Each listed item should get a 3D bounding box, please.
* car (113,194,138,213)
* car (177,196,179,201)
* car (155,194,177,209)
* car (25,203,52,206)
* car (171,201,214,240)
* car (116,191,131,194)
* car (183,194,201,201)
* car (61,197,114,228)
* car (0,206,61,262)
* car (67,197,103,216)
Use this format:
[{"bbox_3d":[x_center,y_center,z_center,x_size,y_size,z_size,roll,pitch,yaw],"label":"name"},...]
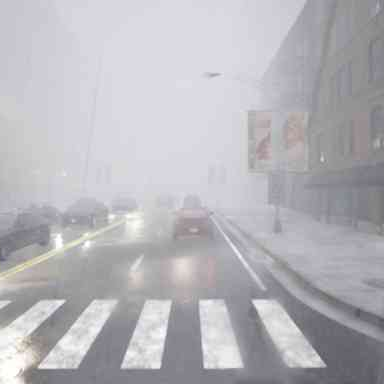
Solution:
[{"bbox_3d":[-6.654,1.231,33.264,1.882,1.535,5.008,0,0,0],"label":"car"},{"bbox_3d":[-3.286,1.148,56.886,1.994,1.385,4.181,0,0,0],"label":"car"},{"bbox_3d":[-3.237,1.053,40.321,2.097,1.767,4.553,0,0,0],"label":"car"},{"bbox_3d":[-9.888,1.404,21.144,1.994,1.385,4.181,0,0,0],"label":"car"},{"bbox_3d":[0.065,1.393,15.982,1.812,1.442,4.674,0,0,0],"label":"car"},{"bbox_3d":[-9.855,0.865,47.328,2.150,2.045,5.566,0,0,0],"label":"car"},{"bbox_3d":[0.012,1.051,40.390,2.097,1.767,4.553,0,0,0],"label":"car"},{"bbox_3d":[-6.636,1.315,21.127,1.882,1.535,5.008,0,0,0],"label":"car"},{"bbox_3d":[-6.621,1.426,11.854,1.812,1.442,4.674,0,0,0],"label":"car"},{"bbox_3d":[-9.903,1.274,31.158,1.837,1.490,4.892,0,1,0],"label":"car"}]
